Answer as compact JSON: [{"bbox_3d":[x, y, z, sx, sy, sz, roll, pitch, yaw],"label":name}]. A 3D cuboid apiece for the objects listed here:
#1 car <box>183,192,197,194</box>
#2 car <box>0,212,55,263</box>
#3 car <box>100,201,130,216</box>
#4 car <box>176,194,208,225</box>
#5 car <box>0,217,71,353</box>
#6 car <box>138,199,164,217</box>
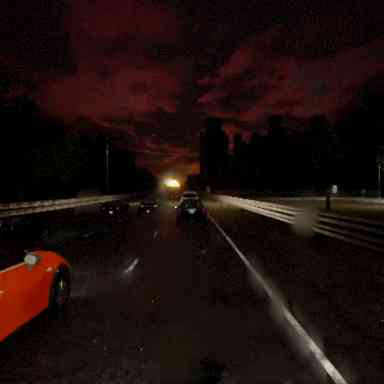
[{"bbox_3d":[-0.286,1.012,40.396,2.150,2.045,5.566,0,1,-1],"label":"car"},{"bbox_3d":[-6.944,1.559,12.237,1.895,1.301,4.718,0,0,0],"label":"car"},{"bbox_3d":[-7.140,1.469,31.401,1.895,1.301,4.718,0,0,-1],"label":"car"},{"bbox_3d":[-0.038,1.266,23.219,2.097,1.767,4.553,0,0,-1],"label":"car"},{"bbox_3d":[-3.413,1.337,4.674,2.097,1.767,4.553,0,0,0],"label":"car"},{"bbox_3d":[-3.615,1.372,29.559,2.128,1.511,4.902,0,0,-1],"label":"car"}]
